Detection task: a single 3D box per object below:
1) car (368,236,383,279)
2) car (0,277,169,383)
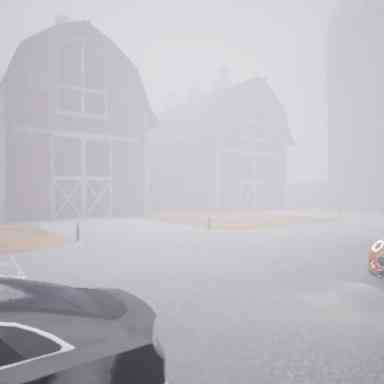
[{"bbox_3d":[6.587,1.321,8.669,4.553,1.767,2.097,0,0,-35],"label":"car"},{"bbox_3d":[-2.494,1.495,2.210,4.902,1.511,2.128,0,0,-35],"label":"car"}]
